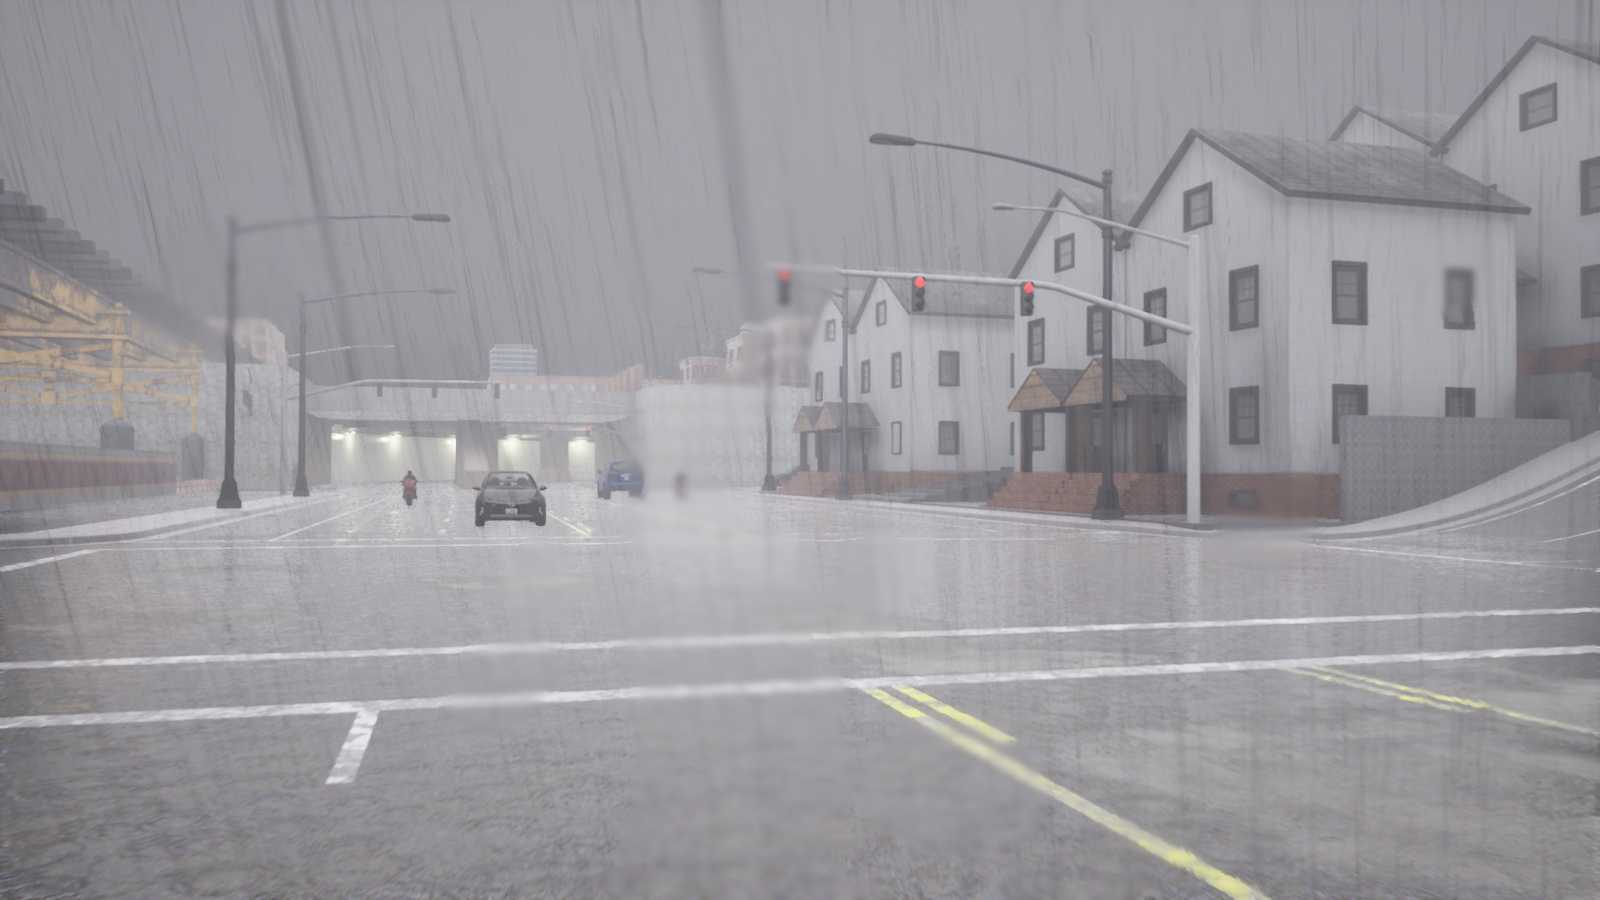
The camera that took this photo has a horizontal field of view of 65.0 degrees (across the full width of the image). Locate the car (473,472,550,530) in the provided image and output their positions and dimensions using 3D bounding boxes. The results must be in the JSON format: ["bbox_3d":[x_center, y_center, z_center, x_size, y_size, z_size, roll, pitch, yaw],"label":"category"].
[{"bbox_3d":[-8.325,1.403,36.000,2.007,1.525,4.514,0,-1,-15],"label":"car"}]

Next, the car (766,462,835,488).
[{"bbox_3d":[0.021,1.841,93.059,4.674,1.442,1.812,-7,1,-15],"label":"car"}]

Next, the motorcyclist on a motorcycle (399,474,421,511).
[{"bbox_3d":[-16.411,1.756,52.860,0.797,1.523,2.044,0,-1,-15],"label":"motorcyclist on a motorcycle"}]

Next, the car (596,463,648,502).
[{"bbox_3d":[-9.855,1.742,69.124,2.150,2.045,5.566,0,-1,-15],"label":"car"}]
